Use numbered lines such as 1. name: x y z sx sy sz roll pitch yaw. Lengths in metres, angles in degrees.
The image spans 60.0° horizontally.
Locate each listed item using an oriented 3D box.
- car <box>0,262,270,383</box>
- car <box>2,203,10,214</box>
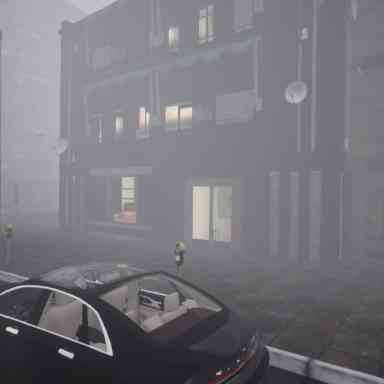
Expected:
1. car: -1.306 1.550 3.943 4.403 1.369 2.008 0 1 35
2. car: -21.549 1.623 34.887 2.008 1.369 4.403 1 0 36
